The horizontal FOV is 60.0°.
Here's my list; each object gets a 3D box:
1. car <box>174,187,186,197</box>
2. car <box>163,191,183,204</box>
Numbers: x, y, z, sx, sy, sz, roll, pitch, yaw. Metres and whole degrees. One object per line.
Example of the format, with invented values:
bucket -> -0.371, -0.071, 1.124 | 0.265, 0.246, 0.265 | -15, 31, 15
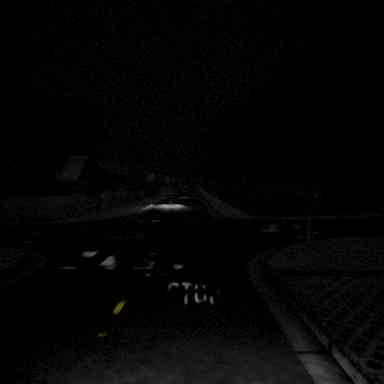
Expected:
car -> -2.451, -0.081, 67.993 | 2.150, 2.045, 5.566 | 0, 1, 0
car -> -2.564, 0.843, 42.486 | 1.895, 1.301, 4.718 | 0, 1, 0
